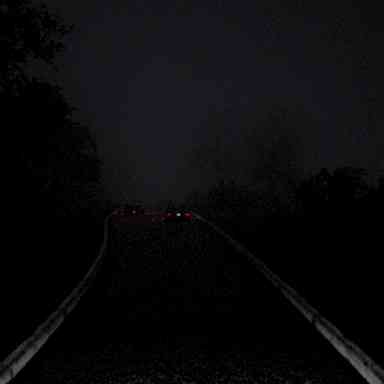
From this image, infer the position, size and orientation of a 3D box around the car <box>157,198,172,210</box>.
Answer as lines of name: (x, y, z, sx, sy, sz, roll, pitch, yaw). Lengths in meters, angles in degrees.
car: (-3.368, 1.519, 42.436, 2.128, 1.511, 4.902, 0, 0, -9)

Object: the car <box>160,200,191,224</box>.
car: (-1.123, 1.563, 24.636, 2.033, 1.411, 5.357, 0, 0, -5)

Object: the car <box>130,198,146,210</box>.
car: (-7.260, 1.592, 44.706, 1.994, 1.385, 4.181, 0, 0, -9)

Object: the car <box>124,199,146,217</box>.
car: (-5.296, 1.546, 31.013, 1.812, 1.442, 4.674, 0, 0, -8)
